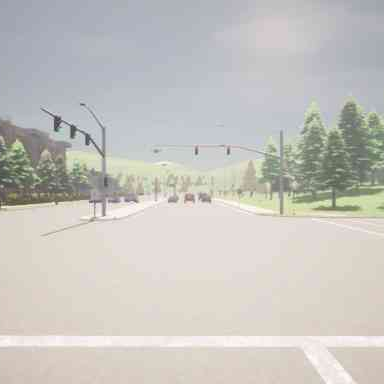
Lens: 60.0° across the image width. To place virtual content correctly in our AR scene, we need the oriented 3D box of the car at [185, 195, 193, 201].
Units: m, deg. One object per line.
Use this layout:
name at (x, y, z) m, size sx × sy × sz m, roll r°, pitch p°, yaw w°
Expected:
car at (-0.751, 1.464, 83.571) m, size 1.837 × 1.490 × 4.892 m, roll 0°, pitch 0°, yaw -1°

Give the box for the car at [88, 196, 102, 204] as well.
car at (-18.983, 1.542, 65.913) m, size 2.033 × 1.411 × 5.357 m, roll 0°, pitch 0°, yaw -1°

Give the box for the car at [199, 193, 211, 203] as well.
car at (2.967, 1.506, 70.175) m, size 1.837 × 1.490 × 4.892 m, roll 0°, pitch 0°, yaw -1°

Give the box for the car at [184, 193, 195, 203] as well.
car at (-0.520, 1.225, 68.981) m, size 2.150 × 2.045 × 5.566 m, roll 0°, pitch 0°, yaw -1°

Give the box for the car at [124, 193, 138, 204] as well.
car at (-11.999, 1.222, 65.928) m, size 2.150 × 2.045 × 5.566 m, roll 0°, pitch 0°, yaw 0°

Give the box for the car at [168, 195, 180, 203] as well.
car at (-4.019, 1.548, 68.864) m, size 2.033 × 1.411 × 5.357 m, roll 0°, pitch 0°, yaw -1°

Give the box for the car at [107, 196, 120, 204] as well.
car at (-15.492, 1.478, 65.890) m, size 1.882 × 1.535 × 5.008 m, roll 0°, pitch 0°, yaw -1°

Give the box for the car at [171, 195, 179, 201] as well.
car at (-4.251, 1.488, 83.517) m, size 1.812 × 1.442 × 4.674 m, roll 0°, pitch 0°, yaw -1°
